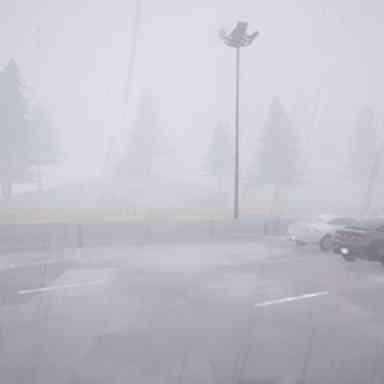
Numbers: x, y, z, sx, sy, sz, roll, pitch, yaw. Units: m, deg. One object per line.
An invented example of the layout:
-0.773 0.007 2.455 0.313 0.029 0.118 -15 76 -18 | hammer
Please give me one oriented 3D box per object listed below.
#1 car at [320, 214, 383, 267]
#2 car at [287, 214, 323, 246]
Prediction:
6.971 1.611 10.988 4.892 1.490 1.837 2 -1 -19 | car
6.407 1.693 14.475 4.674 1.442 1.812 1 -1 -18 | car
